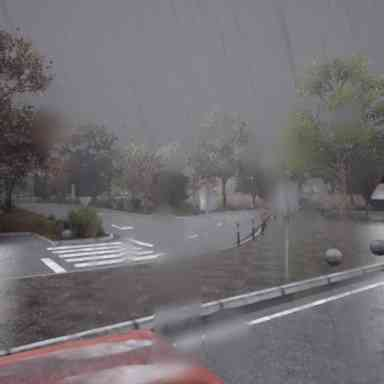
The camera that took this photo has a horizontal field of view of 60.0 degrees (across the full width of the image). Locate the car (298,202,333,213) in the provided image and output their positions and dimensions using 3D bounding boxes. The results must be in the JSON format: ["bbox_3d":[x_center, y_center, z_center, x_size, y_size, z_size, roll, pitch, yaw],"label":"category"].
[{"bbox_3d":[15.850,1.985,44.443,5.357,1.411,2.033,1,1,10],"label":"car"}]
